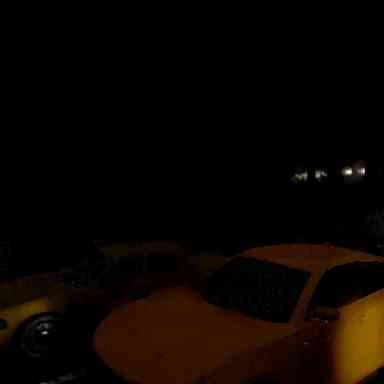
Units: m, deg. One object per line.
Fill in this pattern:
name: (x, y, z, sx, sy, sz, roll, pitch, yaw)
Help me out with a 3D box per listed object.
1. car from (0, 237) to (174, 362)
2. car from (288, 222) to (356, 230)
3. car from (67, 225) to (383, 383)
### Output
car: (-1.257, 1.522, 5.867, 4.829, 1.417, 1.752, 0, 0, -36)
car: (3.473, 1.554, 9.242, 4.313, 1.339, 1.947, 0, 0, -36)
car: (1.262, 1.473, 4.280, 5.008, 1.535, 1.882, 0, 0, -36)
